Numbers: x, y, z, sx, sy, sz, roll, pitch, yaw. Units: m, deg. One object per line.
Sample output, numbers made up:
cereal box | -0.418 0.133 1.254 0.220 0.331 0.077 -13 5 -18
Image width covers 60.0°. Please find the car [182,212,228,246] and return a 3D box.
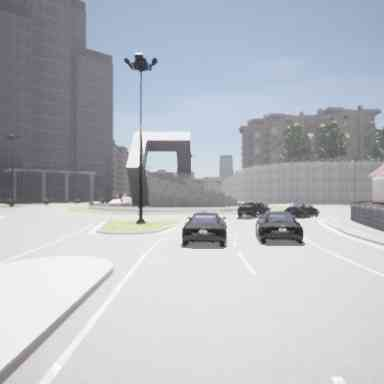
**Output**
car | 0.695 1.661 16.023 1.994 1.385 4.181 0 0 6

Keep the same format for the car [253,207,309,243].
car | 4.314 1.665 16.744 1.994 1.385 4.181 0 0 8

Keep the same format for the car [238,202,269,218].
car | 6.062 1.698 32.046 1.837 1.490 4.892 -2 -1 34

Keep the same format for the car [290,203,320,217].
car | 10.640 1.757 32.022 1.994 1.385 4.181 -1 -1 43
